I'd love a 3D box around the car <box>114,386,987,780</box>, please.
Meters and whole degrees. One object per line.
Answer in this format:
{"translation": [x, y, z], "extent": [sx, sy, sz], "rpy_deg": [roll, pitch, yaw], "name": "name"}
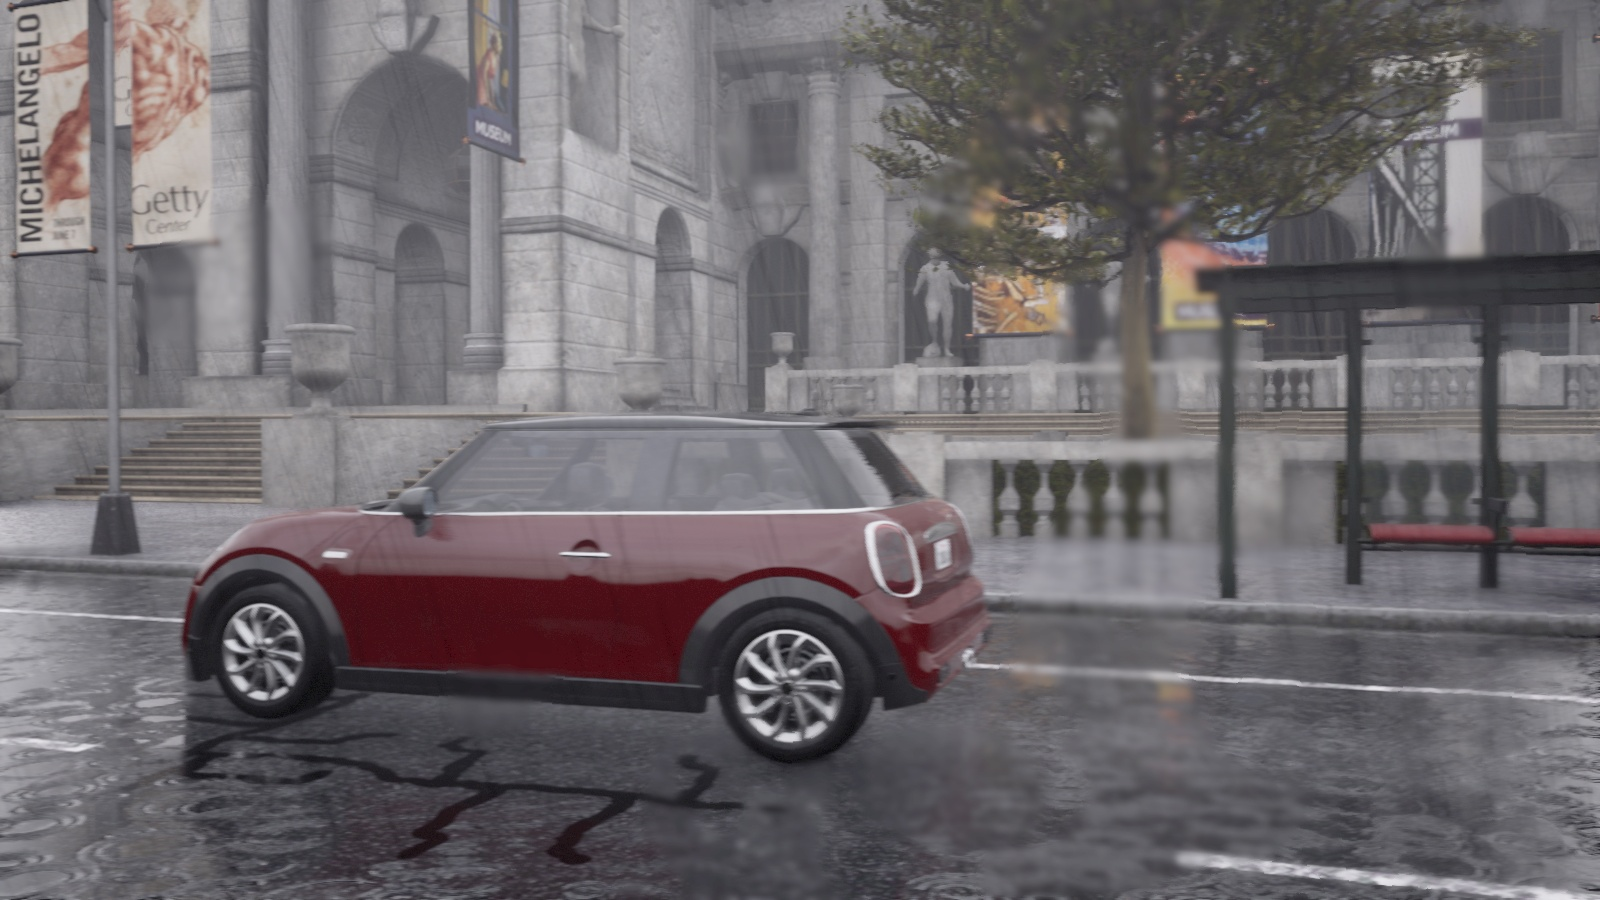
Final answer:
{"translation": [-1.366, 0.562, 7.343], "extent": [4.553, 1.767, 2.097], "rpy_deg": [1, 1, 19], "name": "car"}
